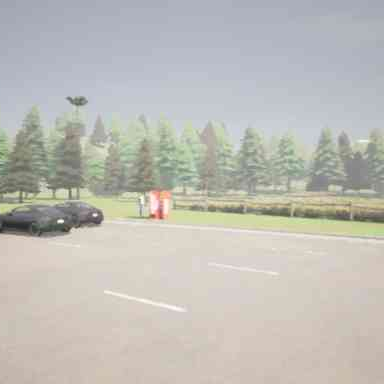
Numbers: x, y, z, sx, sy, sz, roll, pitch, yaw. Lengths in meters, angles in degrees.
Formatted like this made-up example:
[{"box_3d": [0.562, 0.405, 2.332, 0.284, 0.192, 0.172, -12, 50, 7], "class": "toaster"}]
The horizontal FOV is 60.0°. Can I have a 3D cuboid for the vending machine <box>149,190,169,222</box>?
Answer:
[{"box_3d": [-2.186, 0.898, 22.050, 0.880, 2.100, 1.100, 1, 1, 27], "class": "vending machine"}]

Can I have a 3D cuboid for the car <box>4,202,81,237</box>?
[{"box_3d": [-7.924, 1.316, 16.392, 4.181, 1.385, 1.994, 1, 1, 26], "class": "car"}]

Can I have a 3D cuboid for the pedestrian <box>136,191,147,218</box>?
[{"box_3d": [-3.326, 0.838, 22.212, 0.375, 1.860, 0.375, 1, 1, 27], "class": "pedestrian"}]

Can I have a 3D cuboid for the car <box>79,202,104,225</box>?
[{"box_3d": [-7.373, 1.271, 20.002, 4.181, 1.385, 1.994, 1, 1, 26], "class": "car"}]

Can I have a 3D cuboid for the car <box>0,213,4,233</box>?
[{"box_3d": [-10.309, 1.280, 13.696, 4.892, 1.490, 1.837, 0, 0, 25], "class": "car"}]
